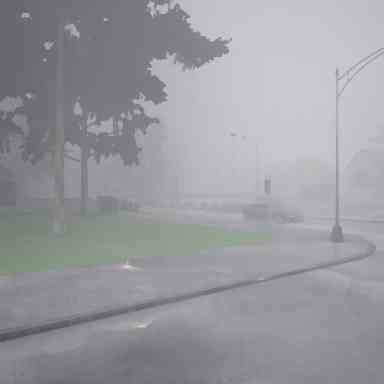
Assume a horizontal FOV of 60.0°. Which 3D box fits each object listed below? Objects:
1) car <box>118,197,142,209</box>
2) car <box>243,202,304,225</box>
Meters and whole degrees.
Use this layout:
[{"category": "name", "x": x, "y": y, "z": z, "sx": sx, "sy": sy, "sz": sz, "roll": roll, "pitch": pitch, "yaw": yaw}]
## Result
[{"category": "car", "x": -8.316, "y": 1.442, "z": 43.951, "sx": 1.812, "sy": 1.442, "sz": 4.674, "roll": 0, "pitch": 0, "yaw": -36}, {"category": "car", "x": 5.815, "y": 1.529, "z": 24.203, "sx": 1.837, "sy": 1.490, "sz": 4.892, "roll": 0, "pitch": 0, "yaw": -36}]
